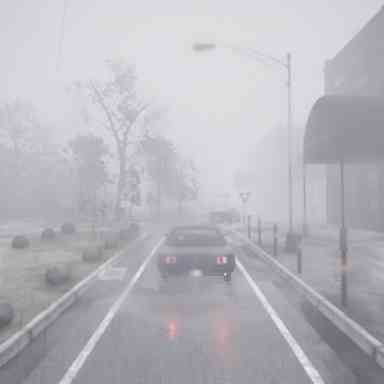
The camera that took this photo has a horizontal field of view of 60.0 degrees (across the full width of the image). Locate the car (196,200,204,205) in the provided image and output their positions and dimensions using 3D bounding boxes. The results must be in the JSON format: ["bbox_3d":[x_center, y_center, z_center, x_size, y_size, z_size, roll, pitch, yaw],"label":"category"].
[{"bbox_3d":[2.320,2.738,91.079,1.895,1.301,4.718,0,-1,5],"label":"car"}]

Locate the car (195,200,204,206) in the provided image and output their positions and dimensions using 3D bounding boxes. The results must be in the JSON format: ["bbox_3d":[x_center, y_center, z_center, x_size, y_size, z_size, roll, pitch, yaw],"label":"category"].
[{"bbox_3d":[1.639,2.551,76.975,1.837,1.490,4.892,0,0,2],"label":"car"}]

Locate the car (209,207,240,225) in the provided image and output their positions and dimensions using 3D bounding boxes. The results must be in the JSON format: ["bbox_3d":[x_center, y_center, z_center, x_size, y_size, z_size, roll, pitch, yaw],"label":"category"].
[{"bbox_3d":[2.906,2.027,28.778,1.882,1.535,5.008,-1,-2,19],"label":"car"}]

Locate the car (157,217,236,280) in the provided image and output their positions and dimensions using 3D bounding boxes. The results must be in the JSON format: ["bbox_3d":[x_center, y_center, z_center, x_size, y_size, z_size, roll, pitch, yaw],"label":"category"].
[{"bbox_3d":[0.104,1.654,10.065,1.895,1.301,4.718,0,-1,0],"label":"car"}]
